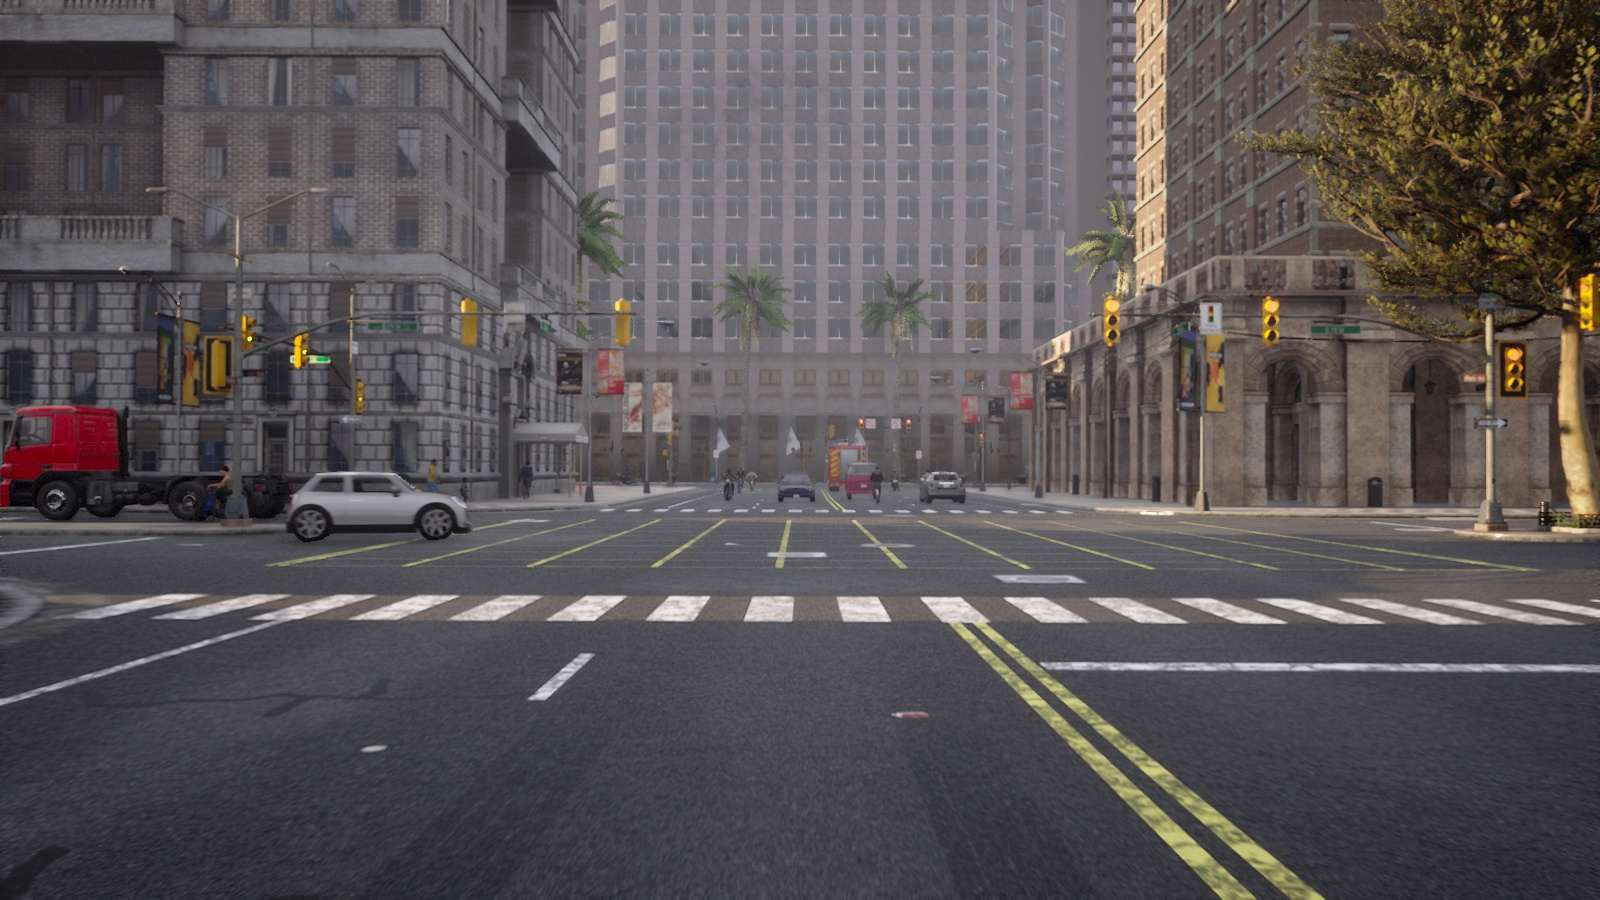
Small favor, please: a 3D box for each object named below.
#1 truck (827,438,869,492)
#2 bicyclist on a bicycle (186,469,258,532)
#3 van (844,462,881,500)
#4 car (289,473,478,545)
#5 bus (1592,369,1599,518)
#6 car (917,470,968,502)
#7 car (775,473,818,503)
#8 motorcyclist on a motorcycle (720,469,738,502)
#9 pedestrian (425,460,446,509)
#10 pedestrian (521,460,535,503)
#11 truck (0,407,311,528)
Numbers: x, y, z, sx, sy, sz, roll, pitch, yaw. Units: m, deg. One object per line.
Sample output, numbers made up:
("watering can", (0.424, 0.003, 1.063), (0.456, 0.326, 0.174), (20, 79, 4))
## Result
("truck", (3.548, 1.148, 93.890), (2.891, 3.827, 8.468), (0, -1, 1))
("bicyclist on a bicycle", (-15.757, 1.368, 34.285), (1.509, 1.612, 0.866), (-3, -1, 0))
("van", (3.359, 1.647, 67.878), (1.775, 1.987, 4.442), (0, -1, 0))
("car", (-9.073, 1.260, 27.580), (3.806, 1.475, 1.970), (0, -1, -17))
("bus", (27.897, -0.125, 34.068), (10.273, 4.253, 3.944), (1, -1, 0))
("car", (6.851, 1.729, 60.665), (1.970, 1.475, 3.806), (0, -1, 0))
("car", (-0.153, 1.867, 62.377), (2.033, 1.411, 5.357), (0, -1, 0))
("motorcyclist on a motorcycle", (-3.641, 1.819, 64.517), (0.766, 1.649, 2.350), (0, 0, 0))
("pedestrian", (-13.587, 1.279, 46.831), (0.706, 1.836, 0.354), (0, -1, -6))
("pedestrian", (-12.590, 1.458, 58.140), (0.423, 1.949, 0.788), (0, -1, 3))
("truck", (-19.259, 0.518, 37.812), (7.936, 3.462, 2.891), (0, -1, 0))
